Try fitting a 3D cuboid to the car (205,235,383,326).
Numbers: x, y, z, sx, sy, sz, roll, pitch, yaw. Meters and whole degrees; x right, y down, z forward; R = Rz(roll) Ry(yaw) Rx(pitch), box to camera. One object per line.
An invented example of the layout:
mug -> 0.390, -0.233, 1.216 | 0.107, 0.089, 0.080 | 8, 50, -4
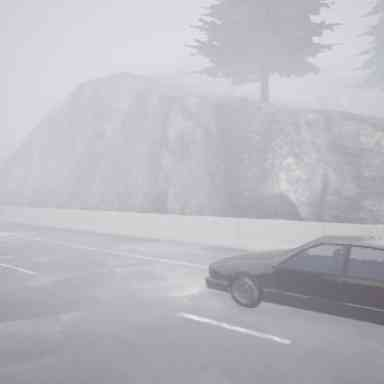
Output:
car -> 2.887, 1.549, 6.203 | 5.357, 1.411, 2.033 | 0, 0, 36
